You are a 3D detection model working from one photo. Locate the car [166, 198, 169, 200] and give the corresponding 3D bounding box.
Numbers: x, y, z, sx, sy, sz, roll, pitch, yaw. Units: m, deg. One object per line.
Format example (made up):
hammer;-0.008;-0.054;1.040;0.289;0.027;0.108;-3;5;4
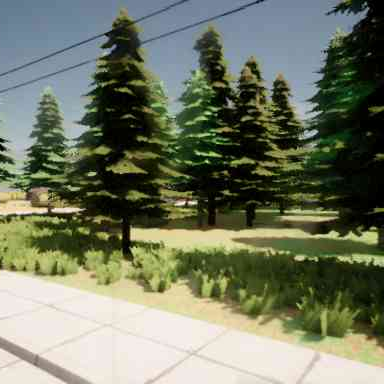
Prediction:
car;-5.253;1.911;62.247;1.837;1.490;4.892;-1;-1;34
